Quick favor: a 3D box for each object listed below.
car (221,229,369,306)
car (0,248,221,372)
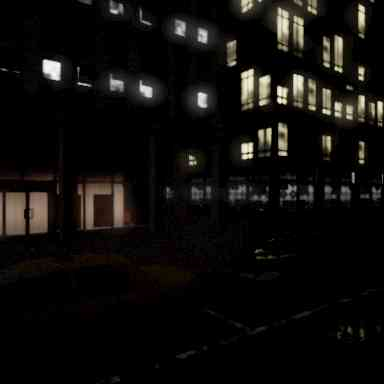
[{"bbox_3d":[2.603,1.574,7.944,4.206,1.307,1.802,0,0,-35],"label":"car"},{"bbox_3d":[-2.054,1.525,4.632,4.829,1.417,1.752,0,0,-35],"label":"car"}]
